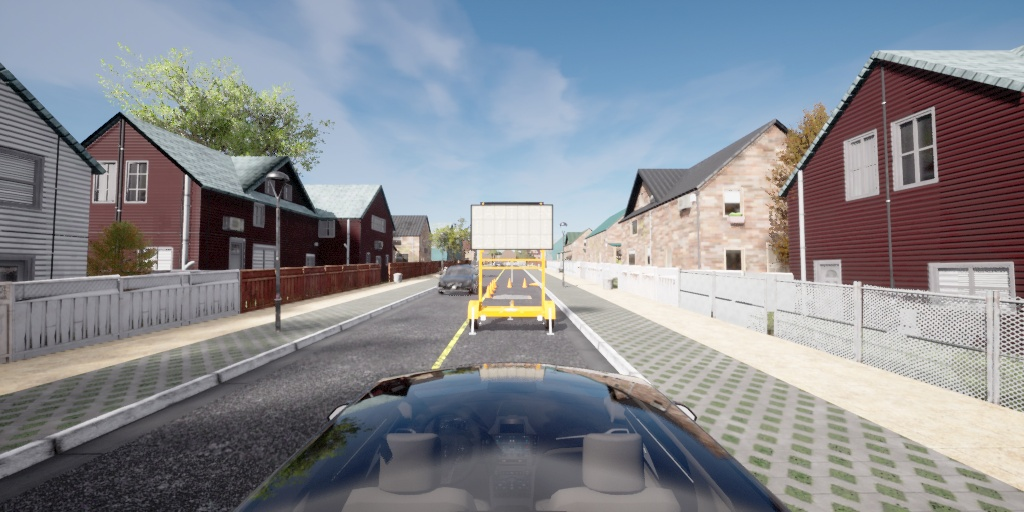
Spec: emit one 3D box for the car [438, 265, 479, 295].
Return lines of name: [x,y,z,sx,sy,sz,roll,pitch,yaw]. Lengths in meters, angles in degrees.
car: [-2.840,1.294,19.936,1.837,1.490,4.892,0,0,0]

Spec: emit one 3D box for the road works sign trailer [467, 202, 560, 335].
road works sign trailer: [0.001,0.227,10.564,2.380,3.560,2.880,0,0,1]
